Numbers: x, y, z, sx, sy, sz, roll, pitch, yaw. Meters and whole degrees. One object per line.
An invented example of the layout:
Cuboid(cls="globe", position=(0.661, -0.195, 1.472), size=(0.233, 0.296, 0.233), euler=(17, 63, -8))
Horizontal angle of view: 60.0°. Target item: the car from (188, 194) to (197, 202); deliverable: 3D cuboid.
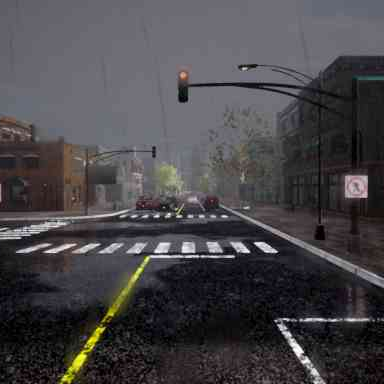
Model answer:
Cuboid(cls="car", position=(0.022, 1.336, 79.272), size=(2.097, 1.767, 4.553), euler=(0, 0, 0))

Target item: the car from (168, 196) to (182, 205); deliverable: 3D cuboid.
Cuboid(cls="car", position=(-2.986, 1.478, 58.791), size=(2.128, 1.511, 4.902), euler=(0, 0, 0))

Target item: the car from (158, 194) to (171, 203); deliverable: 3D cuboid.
Cuboid(cls="car", position=(-5.675, 1.299, 69.129), size=(2.192, 1.841, 5.009), euler=(-1, 0, 0))

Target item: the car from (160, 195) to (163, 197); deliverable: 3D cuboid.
Cuboid(cls="car", position=(-5.680, 1.534, 46.953), size=(1.887, 1.381, 4.507), euler=(-1, 0, 0))

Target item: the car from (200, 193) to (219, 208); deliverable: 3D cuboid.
Cuboid(cls="car", position=(2.699, 1.305, 46.951), size=(2.192, 1.841, 5.009), euler=(-1, 0, 0))

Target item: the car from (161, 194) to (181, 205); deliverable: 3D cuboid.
Cuboid(cls="car", position=(-3.055, 1.467, 48.661), size=(1.882, 1.535, 5.008), euler=(0, 0, 0))

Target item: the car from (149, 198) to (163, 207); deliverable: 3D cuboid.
Cuboid(cls="car", position=(-5.678, 1.570, 52.497), size=(1.802, 1.307, 4.206), euler=(-1, 0, 0))

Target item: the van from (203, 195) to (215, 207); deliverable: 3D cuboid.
Cuboid(cls="van", position=(2.701, 1.329, 52.495), size=(1.690, 1.788, 3.998), euler=(-1, 0, 0))

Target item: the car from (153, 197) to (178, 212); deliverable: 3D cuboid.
Cuboid(cls="car", position=(-3.084, 1.556, 38.824), size=(1.994, 1.385, 4.181), euler=(0, 0, 0))

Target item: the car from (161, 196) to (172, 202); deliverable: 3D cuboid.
Cuboid(cls="car", position=(-5.672, 1.548, 74.673), size=(1.947, 1.339, 4.313), euler=(-1, 0, 0))

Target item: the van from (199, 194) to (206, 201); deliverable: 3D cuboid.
Cuboid(cls="van", position=(2.710, 1.320, 85.759), size=(1.690, 1.788, 3.998), euler=(-1, 0, 0))

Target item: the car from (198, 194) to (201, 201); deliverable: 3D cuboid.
Cuboid(cls="car", position=(2.706, 1.536, 63.583), size=(2.008, 1.369, 4.403), euler=(-1, 0, 0))

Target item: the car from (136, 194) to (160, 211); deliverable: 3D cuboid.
Cuboid(cls="car", position=(-5.683, 1.306, 41.409), size=(2.192, 1.841, 5.009), euler=(-1, 0, 0))

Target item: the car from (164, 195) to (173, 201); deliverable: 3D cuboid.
Cuboid(cls="car", position=(-5.670, 1.525, 80.217), size=(1.887, 1.381, 4.507), euler=(-1, 0, 0))

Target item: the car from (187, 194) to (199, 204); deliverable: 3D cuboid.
Cuboid(cls="car", position=(0.118, 1.511, 64.524), size=(1.812, 1.442, 4.674), euler=(0, 0, 0))
